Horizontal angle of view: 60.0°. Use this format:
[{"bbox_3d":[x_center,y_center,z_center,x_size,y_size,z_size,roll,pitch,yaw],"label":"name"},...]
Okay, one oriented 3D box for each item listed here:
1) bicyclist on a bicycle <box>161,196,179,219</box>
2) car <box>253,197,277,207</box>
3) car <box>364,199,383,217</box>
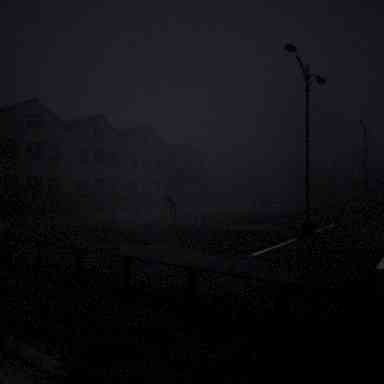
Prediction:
[{"bbox_3d":[-1.570,1.096,23.171,1.656,1.620,0.582,0,0,35],"label":"bicyclist on a bicycle"},{"bbox_3d":[10.247,1.339,46.808,2.033,1.411,5.357,0,0,32],"label":"car"},{"bbox_3d":[15.248,1.295,26.937,2.007,1.523,4.514,0,0,35],"label":"car"}]
